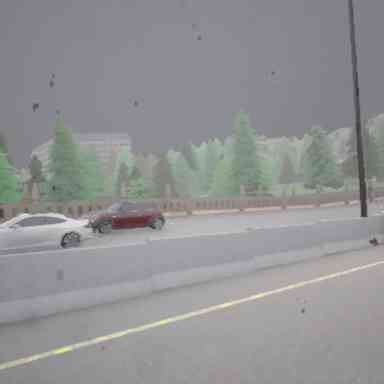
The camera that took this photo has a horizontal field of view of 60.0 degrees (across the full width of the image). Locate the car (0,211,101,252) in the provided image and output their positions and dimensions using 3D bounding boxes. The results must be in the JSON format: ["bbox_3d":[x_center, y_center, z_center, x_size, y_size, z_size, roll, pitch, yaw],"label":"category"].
[{"bbox_3d":[-6.119,1.507,12.525,4.674,1.442,1.812,-1,0,-35],"label":"car"}]

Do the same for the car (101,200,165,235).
[{"bbox_3d":[-3.819,1.279,18.463,4.553,1.767,2.097,-1,0,-35],"label":"car"}]
